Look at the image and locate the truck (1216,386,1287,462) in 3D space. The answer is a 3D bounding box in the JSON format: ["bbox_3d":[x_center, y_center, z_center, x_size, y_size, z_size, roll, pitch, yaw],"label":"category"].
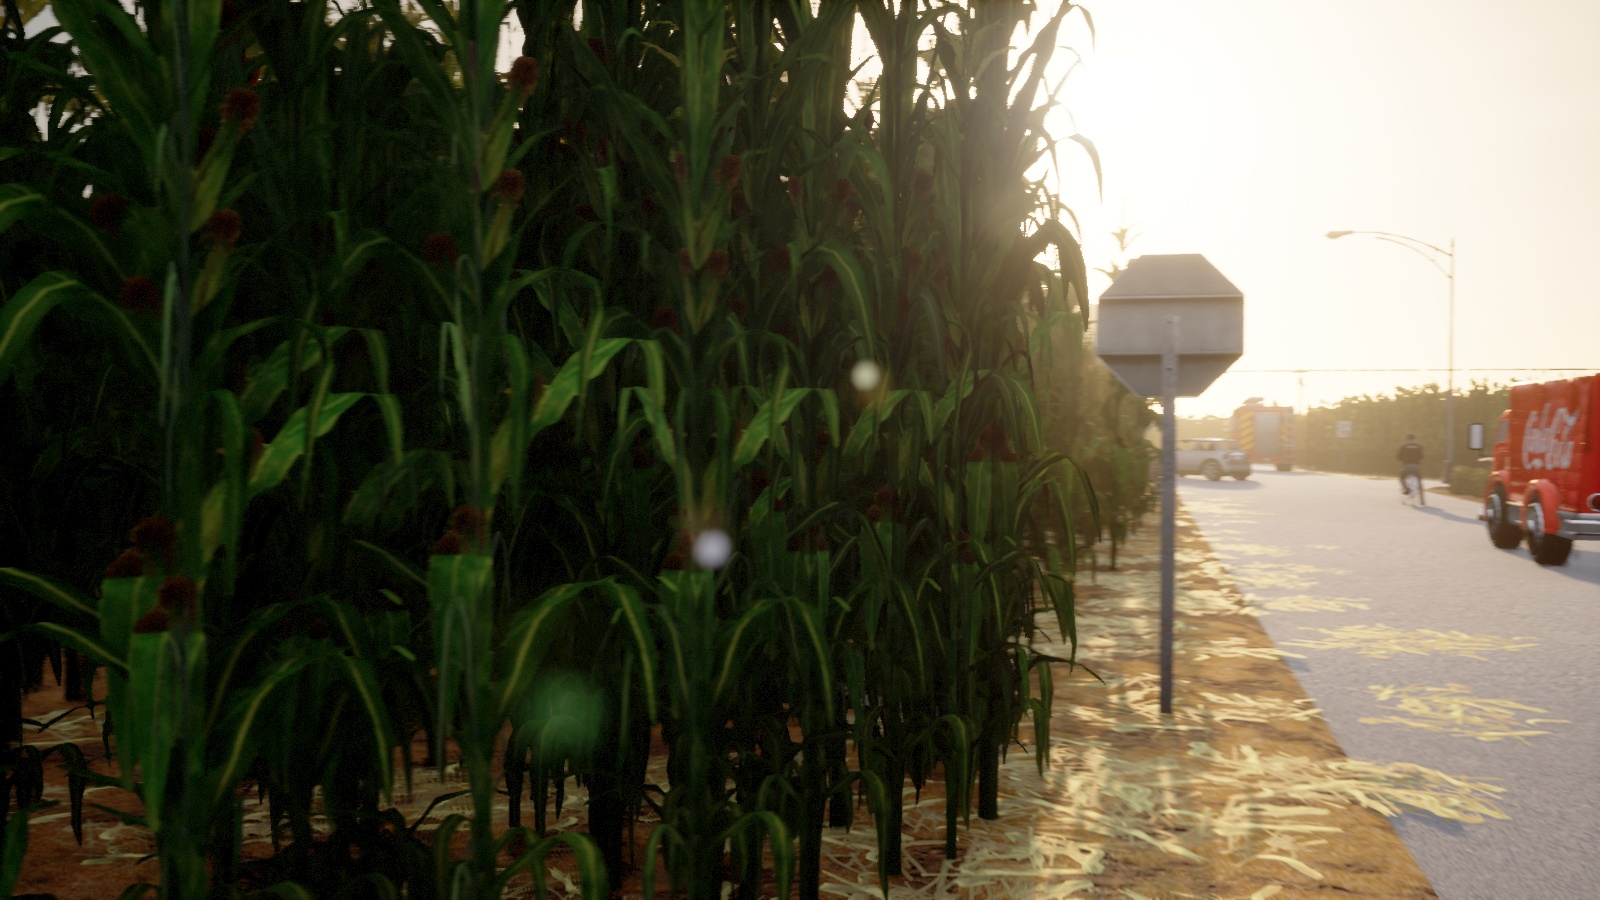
[{"bbox_3d":[24.469,-1.340,68.422,2.891,3.827,8.468,-1,0,15],"label":"truck"}]

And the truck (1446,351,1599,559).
[{"bbox_3d":[10.956,0.018,17.255,2.627,2.467,5.204,-1,1,15],"label":"truck"}]

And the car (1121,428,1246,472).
[{"bbox_3d":[13.650,-0.036,44.829,1.970,1.475,3.806,-1,2,-38],"label":"car"}]

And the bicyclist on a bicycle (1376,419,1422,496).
[{"bbox_3d":[14.364,0.156,30.142,0.659,1.776,1.843,-1,1,15],"label":"bicyclist on a bicycle"}]
